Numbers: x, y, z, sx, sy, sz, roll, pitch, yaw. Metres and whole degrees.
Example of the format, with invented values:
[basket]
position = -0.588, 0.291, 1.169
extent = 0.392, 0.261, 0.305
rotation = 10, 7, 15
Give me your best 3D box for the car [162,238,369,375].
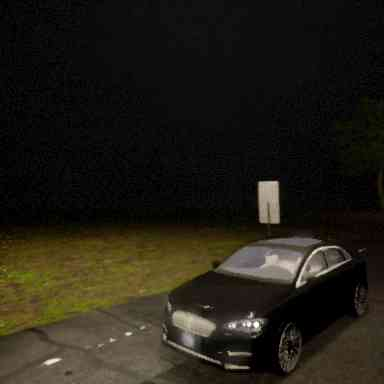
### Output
[car]
position = 1.633, 1.650, 6.003
extent = 2.128, 1.511, 4.902
rotation = -2, -2, 43
